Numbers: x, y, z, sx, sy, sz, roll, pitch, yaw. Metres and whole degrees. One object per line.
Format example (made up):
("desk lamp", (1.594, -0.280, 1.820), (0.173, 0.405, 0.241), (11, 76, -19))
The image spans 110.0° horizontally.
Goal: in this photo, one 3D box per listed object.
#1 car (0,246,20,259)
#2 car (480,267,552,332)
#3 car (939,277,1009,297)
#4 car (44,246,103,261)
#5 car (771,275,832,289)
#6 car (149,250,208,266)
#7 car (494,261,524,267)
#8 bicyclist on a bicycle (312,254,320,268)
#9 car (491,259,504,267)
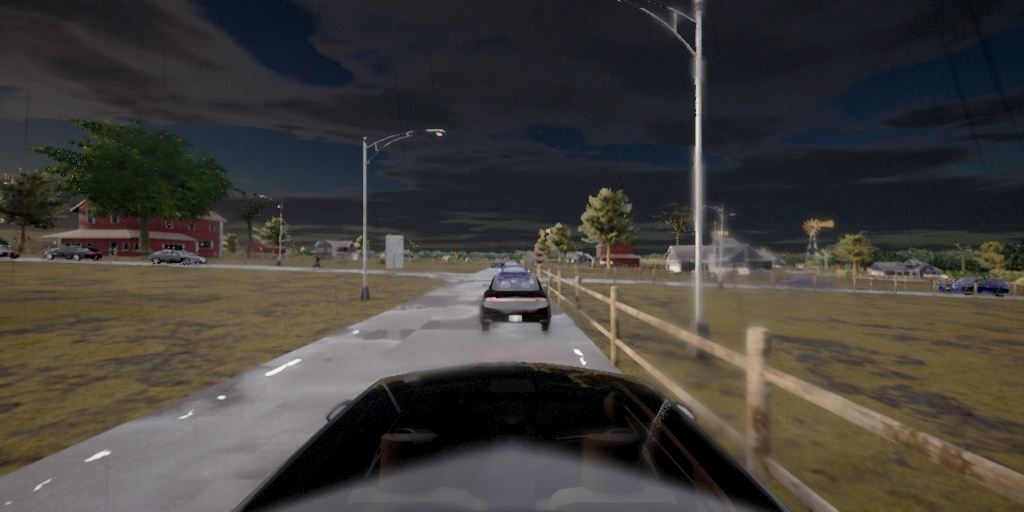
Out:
("car", (-51.761, -0.392, 35.498), (4.181, 1.385, 1.994), (2, 0, 0))
("car", (0.100, 1.267, 10.922), (2.128, 1.511, 4.902), (0, 0, 0))
("car", (49.149, 3.255, 38.192), (5.566, 2.045, 2.150), (2, 0, 0))
("car", (-46.781, -0.296, 38.294), (4.892, 1.490, 1.837), (2, 0, 0))
("car", (30.906, 2.707, 38.299), (5.357, 1.411, 2.033), (2, 0, 0))
("car", (-32.856, 0.172, 35.393), (4.902, 1.511, 2.128), (2, 0, 0))
("car", (0.140, 1.296, 22.593), (1.882, 1.535, 5.008), (0, 0, 1))
("bicyclist on a bicycle", (-22.553, 0.549, 41.369), (0.582, 1.620, 1.656), (2, 0, 0))
("car", (-2.699, 1.568, 63.999), (1.994, 1.385, 4.181), (0, 0, 0))
